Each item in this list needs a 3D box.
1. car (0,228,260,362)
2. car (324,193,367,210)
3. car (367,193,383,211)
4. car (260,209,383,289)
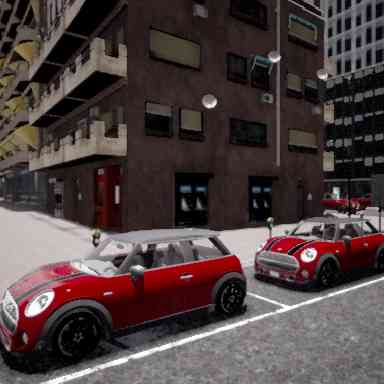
[{"bbox_3d":[-1.025,1.439,5.827,4.097,1.590,1.967,0,0,-36],"label":"car"},{"bbox_3d":[12.477,1.011,30.038,2.192,1.841,5.009,2,0,-36],"label":"car"},{"bbox_3d":[19.220,1.032,35.013,2.192,1.841,5.009,1,0,-36],"label":"car"},{"bbox_3d":[3.601,1.440,9.127,4.097,1.590,1.967,0,0,-35],"label":"car"}]
